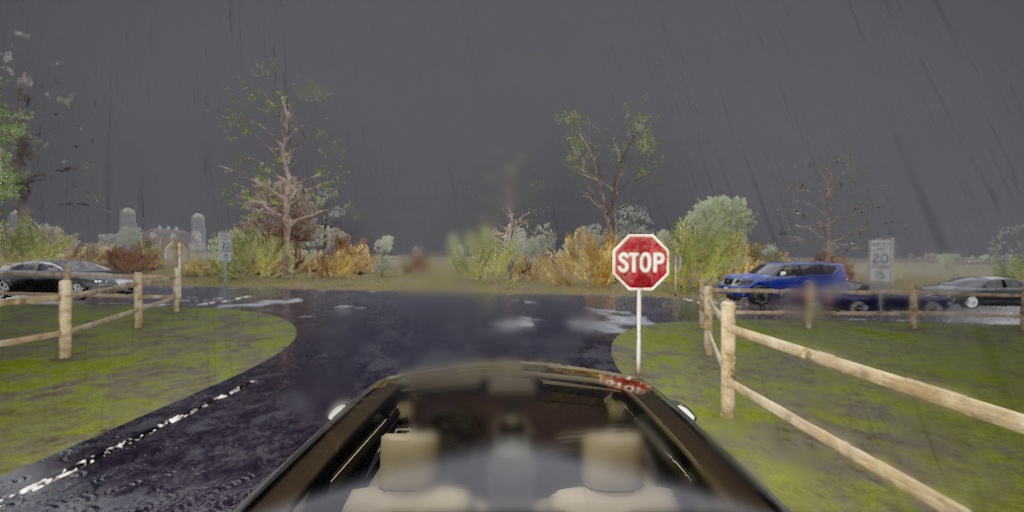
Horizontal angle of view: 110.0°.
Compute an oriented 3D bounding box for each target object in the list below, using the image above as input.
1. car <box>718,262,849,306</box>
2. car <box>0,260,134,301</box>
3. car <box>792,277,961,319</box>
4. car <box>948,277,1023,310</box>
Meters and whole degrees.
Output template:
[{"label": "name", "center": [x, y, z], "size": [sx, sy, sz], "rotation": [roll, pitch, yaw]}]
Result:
[{"label": "car", "center": [13.213, 1.293, 17.512], "size": [5.566, 2.045, 2.150], "rotation": [1, 1, 0]}, {"label": "car", "center": [-18.042, 0.924, 14.536], "size": [4.902, 1.511, 2.128], "rotation": [1, 1, 0]}, {"label": "car", "center": [14.602, 1.733, 14.574], "size": [4.718, 1.301, 1.895], "rotation": [1, 1, 0]}, {"label": "car", "center": [22.832, 1.782, 17.524], "size": [4.892, 1.490, 1.837], "rotation": [1, 1, 0]}]
